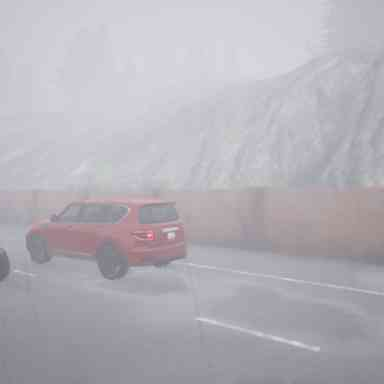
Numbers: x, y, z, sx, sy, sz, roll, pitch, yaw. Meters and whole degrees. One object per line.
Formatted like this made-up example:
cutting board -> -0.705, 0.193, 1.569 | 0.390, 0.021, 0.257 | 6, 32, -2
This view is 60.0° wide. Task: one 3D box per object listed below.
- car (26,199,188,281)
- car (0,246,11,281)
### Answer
car -> -2.736, 1.222, 10.136 | 5.566, 2.045, 2.150 | 0, 0, 35
car -> -6.507, 1.567, 8.481 | 4.181, 1.385, 1.994 | 0, 0, 35
